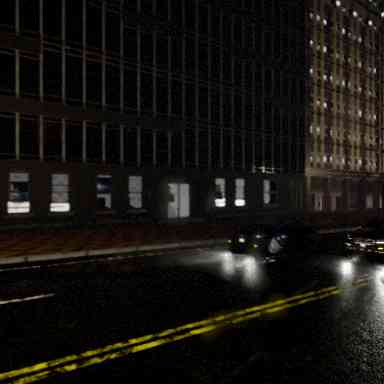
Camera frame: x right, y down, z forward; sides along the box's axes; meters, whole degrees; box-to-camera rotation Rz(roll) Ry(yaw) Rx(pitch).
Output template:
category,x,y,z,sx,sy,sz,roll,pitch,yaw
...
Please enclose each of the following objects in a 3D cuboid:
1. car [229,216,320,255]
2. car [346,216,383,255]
category,x,y,z,sx,sy,sz,roll,pitch,yaw
car,3.582,1.736,14.224,4.181,1.385,1.994,1,-1,-35
car,8.210,1.729,13.533,4.892,1.490,1.837,1,-1,-35
